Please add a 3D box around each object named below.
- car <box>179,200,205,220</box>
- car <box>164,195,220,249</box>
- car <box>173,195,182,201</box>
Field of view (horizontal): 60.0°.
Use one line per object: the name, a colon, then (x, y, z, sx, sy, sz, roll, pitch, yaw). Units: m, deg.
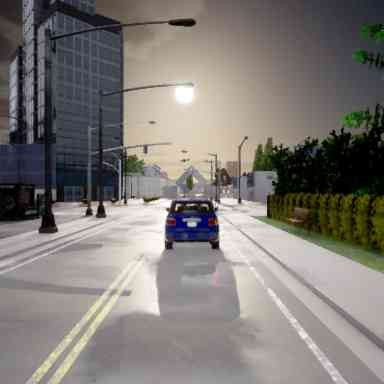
car: (0.000, 1.494, 29.650, 2.128, 1.511, 4.902, 0, 0, 0)
car: (0.000, 1.257, 14.680, 2.150, 2.045, 5.566, 0, 0, 0)
car: (-3.500, 1.425, 79.985, 1.837, 1.490, 4.892, 0, 0, 0)
